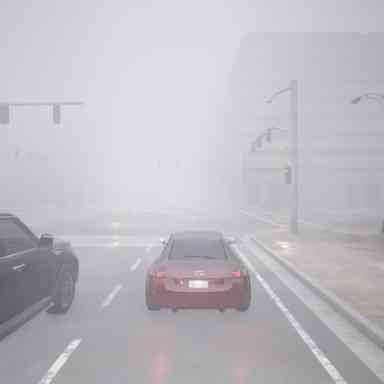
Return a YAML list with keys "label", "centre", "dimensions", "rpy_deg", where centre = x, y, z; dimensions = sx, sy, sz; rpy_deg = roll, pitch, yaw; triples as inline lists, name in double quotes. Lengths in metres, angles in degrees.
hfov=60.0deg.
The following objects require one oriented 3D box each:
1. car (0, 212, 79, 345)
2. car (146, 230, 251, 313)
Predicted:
- label: "car"
  centre: [-3.395, 1.221, 4.436]
  dimensions: [2.150, 2.045, 5.566]
  rpy_deg: [0, 0, 1]
- label: "car"
  centre: [0.115, 1.564, 7.761]
  dimensions: [1.994, 1.385, 4.181]
  rpy_deg: [0, 0, 0]
